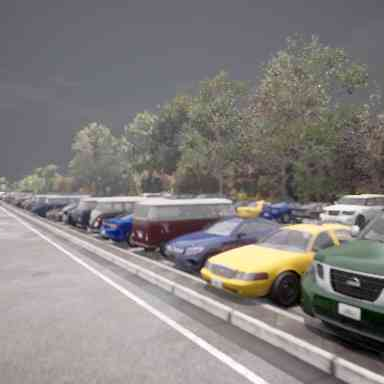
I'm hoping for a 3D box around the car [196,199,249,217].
[{"bbox_3d":[2.983,1.513,32.402,4.792,1.488,2.163,0,0,-33],"label":"car"}]

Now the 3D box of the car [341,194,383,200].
[{"bbox_3d":[10.434,1.186,20.687,5.566,2.045,2.435,0,0,-33],"label":"car"}]

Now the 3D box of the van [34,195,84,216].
[{"bbox_3d":[-13.659,1.314,34.274,4.442,1.987,1.878,0,0,-33],"label":"van"}]

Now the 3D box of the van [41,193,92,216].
[{"bbox_3d":[-10.631,1.328,29.558,4.442,1.987,1.878,0,0,-33],"label":"van"}]

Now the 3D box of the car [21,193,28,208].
[{"bbox_3d":[-18.274,1.393,41.305,4.553,1.767,2.185,0,0,-33],"label":"car"}]

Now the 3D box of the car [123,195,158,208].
[{"bbox_3d":[-7.514,1.320,48.754,4.553,1.767,2.185,0,0,-33],"label":"car"}]

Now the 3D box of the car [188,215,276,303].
[{"bbox_3d":[2.752,1.473,8.156,5.366,1.575,1.946,0,0,-33],"label":"car"}]

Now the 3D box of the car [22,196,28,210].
[{"bbox_3d":[-16.791,1.527,38.927,4.892,1.521,2.231,0,0,-33],"label":"car"}]

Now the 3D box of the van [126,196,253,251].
[{"bbox_3d":[-0.024,1.278,13.037,4.442,1.987,1.878,0,0,-33],"label":"van"}]

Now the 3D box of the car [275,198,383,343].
[{"bbox_3d":[4.397,1.209,5.882,5.566,2.045,2.435,0,0,-33],"label":"car"}]

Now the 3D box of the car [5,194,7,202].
[{"bbox_3d":[-30.421,1.461,60.157,5.008,1.535,2.097,0,0,-33],"label":"car"}]

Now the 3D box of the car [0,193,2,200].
[{"bbox_3d":[-37.834,1.420,72.055,5.366,1.575,1.946,0,0,-33],"label":"car"}]

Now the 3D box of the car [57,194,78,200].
[{"bbox_3d":[-33.098,1.370,88.597,4.792,1.488,2.163,0,0,-33],"label":"car"}]

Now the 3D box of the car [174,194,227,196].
[{"bbox_3d":[1.435,1.232,34.705,5.566,2.045,2.435,0,0,-33],"label":"car"}]

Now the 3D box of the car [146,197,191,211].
[{"bbox_3d":[-2.883,1.463,41.830,5.366,1.575,1.946,0,0,-33],"label":"car"}]

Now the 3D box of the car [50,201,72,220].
[{"bbox_3d":[-7.699,1.596,24.773,4.674,1.452,2.002,0,0,-33],"label":"car"}]

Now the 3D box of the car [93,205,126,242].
[{"bbox_3d":[-1.640,1.519,15.330,5.008,1.535,2.097,0,0,-33],"label":"car"}]

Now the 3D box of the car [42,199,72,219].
[{"bbox_3d":[-9.206,1.557,27.136,4.892,1.521,2.231,0,0,-33],"label":"car"}]

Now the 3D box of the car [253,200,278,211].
[{"bbox_3d":[7.456,1.464,25.372,5.008,1.535,2.097,0,0,-33],"label":"car"}]

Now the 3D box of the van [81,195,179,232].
[{"bbox_3d":[-3.251,1.308,17.632,4.442,1.987,1.878,0,0,-33],"label":"van"}]

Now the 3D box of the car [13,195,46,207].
[{"bbox_3d":[-25.900,1.357,53.066,4.553,1.767,2.185,0,0,-33],"label":"car"}]

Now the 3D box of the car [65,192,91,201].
[{"bbox_3d":[-27.130,1.101,79.192,5.566,2.045,2.435,0,0,-33],"label":"car"}]

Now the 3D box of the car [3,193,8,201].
[{"bbox_3d":[-33.471,1.476,64.862,4.792,1.488,2.163,0,0,-33],"label":"car"}]

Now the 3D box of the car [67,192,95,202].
[{"bbox_3d":[-25.691,1.107,76.953,5.566,2.045,2.435,0,0,-33],"label":"car"}]

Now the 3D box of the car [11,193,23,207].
[{"bbox_3d":[-21.354,1.253,45.990,5.566,2.045,2.435,0,0,-33],"label":"car"}]

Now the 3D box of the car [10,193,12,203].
[{"bbox_3d":[-22.869,1.246,48.349,5.566,2.045,2.435,0,0,-33],"label":"car"}]

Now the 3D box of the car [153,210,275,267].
[{"bbox_3d":[1.396,1.530,10.616,4.674,1.452,2.002,0,0,-33],"label":"car"}]

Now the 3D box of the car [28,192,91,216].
[{"bbox_3d":[-12.266,1.297,31.836,5.566,2.045,2.435,0,0,-33],"label":"car"}]

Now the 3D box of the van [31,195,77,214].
[{"bbox_3d":[-15.174,1.307,36.633,4.442,1.987,1.878,0,0,-33],"label":"van"}]

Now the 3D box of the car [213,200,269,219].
[{"bbox_3d":[4.438,1.513,30.028,4.792,1.488,2.163,0,0,-33],"label":"car"}]

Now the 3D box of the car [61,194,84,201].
[{"bbox_3d":[-30.118,1.343,83.892,5.008,1.535,2.097,0,0,-33],"label":"car"}]

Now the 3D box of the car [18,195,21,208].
[{"bbox_3d":[-19.817,1.551,43.646,4.674,1.452,2.002,0,0,-33],"label":"car"}]

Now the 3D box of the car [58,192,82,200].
[{"bbox_3d":[-31.644,1.089,86.224,5.566,2.045,2.435,0,0,-33],"label":"car"}]

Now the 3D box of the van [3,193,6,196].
[{"bbox_3d":[-35.060,1.214,67.172,4.442,1.987,1.878,0,0,-33],"label":"van"}]

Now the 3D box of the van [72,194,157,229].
[{"bbox_3d":[-4.569,1.316,20.115,4.442,1.987,1.878,0,0,-33],"label":"van"}]

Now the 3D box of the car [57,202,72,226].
[{"bbox_3d":[-6.155,1.582,22.427,4.792,1.488,2.163,0,0,-33],"label":"car"}]

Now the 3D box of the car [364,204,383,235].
[{"bbox_3d":[11.964,1.422,18.370,5.008,1.535,2.097,0,0,-33],"label":"car"}]

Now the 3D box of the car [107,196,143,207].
[{"bbox_3d":[-10.694,1.429,53.308,5.366,1.575,1.946,0,0,-33],"label":"car"}]

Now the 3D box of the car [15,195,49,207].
[{"bbox_3d":[-24.385,1.364,50.707,4.553,1.767,2.185,0,0,-33],"label":"car"}]

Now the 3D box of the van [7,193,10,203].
[{"bbox_3d":[-29.001,1.243,57.737,4.442,1.987,1.878,0,0,-33],"label":"van"}]

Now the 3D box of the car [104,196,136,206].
[{"bbox_3d":[-12.034,1.425,55.748,4.892,1.521,2.231,0,0,-33],"label":"car"}]
